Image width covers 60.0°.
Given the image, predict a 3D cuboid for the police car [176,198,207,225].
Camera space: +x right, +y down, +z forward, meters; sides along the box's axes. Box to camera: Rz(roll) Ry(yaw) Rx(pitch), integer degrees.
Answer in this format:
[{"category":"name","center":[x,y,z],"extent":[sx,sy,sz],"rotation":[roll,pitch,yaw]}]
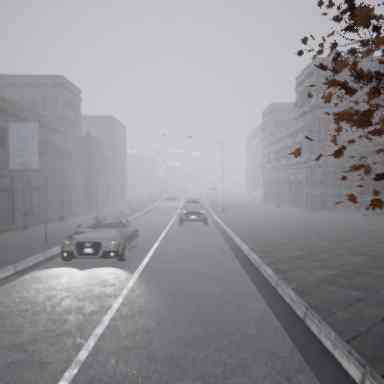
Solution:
[{"category":"police car","center":[0.083,1.492,24.406],"extent":[2.038,1.542,4.974],"rotation":[0,0,0]}]

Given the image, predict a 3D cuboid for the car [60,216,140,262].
[{"category":"car","center":[-3.108,1.558,11.968],"extent":[1.994,1.385,4.181],"rotation":[0,0,0]}]

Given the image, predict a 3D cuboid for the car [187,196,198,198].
[{"category":"car","center":[0.072,1.185,42.502],"extent":[2.163,1.488,4.792],"rotation":[0,2,0]}]

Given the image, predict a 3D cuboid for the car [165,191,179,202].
[{"category":"car","center":[-3.111,0.629,52.195],"extent":[1.882,1.535,5.008],"rotation":[0,5,0]}]
